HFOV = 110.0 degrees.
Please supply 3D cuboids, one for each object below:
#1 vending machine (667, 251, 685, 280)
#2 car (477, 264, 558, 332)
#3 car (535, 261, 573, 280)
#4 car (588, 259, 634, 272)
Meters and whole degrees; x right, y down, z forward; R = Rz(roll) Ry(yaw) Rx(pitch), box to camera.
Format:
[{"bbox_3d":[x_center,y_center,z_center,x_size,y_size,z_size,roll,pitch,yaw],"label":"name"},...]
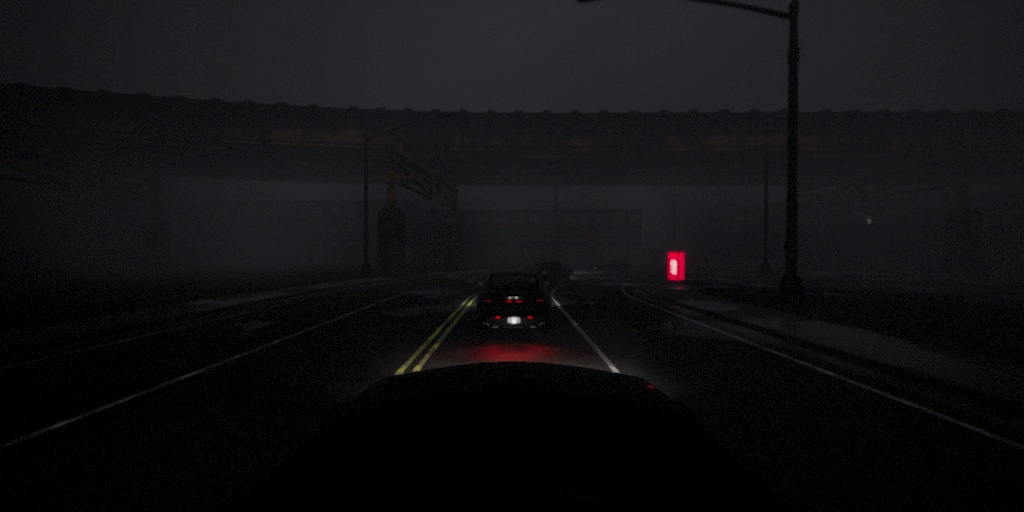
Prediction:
[{"bbox_3d":[11.020,0.674,24.111,1.100,2.100,0.880,0,0,42],"label":"vending machine"},{"bbox_3d":[0.051,1.150,10.433,1.837,1.490,4.892,0,1,0],"label":"car"},{"bbox_3d":[2.586,1.022,24.473,2.033,1.411,5.357,0,1,26],"label":"car"},{"bbox_3d":[10.211,0.926,36.826,4.718,1.301,1.895,0,1,-29],"label":"car"}]
